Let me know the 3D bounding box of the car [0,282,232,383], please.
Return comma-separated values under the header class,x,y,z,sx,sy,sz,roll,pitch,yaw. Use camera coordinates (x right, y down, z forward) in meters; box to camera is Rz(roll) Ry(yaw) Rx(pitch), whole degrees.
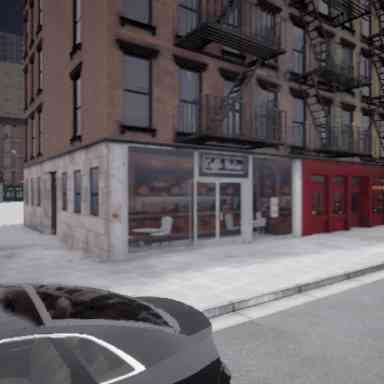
class,x,y,z,sx,sy,sz,roll,pitch,yaw
car,-1.952,1.505,1.985,4.892,1.490,1.837,0,0,-36
